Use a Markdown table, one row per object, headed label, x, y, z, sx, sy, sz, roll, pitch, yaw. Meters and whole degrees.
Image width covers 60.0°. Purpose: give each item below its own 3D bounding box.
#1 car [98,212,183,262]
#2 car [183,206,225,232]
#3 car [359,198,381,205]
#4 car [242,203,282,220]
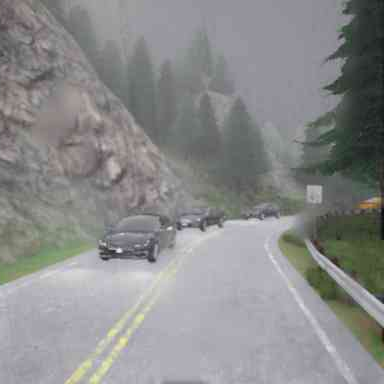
| label | x | y | z | sx | sy | sz | roll | pitch | yaw |
| --- | --- | --- | --- | --- | --- | --- | --- | --- | --- |
| car | -1.822 | 1.558 | 12.447 | 1.837 | 1.490 | 4.892 | 1 | 0 | 9 |
| car | 0.638 | 1.660 | 21.705 | 2.128 | 1.511 | 4.902 | -1 | -1 | 26 |
| car | 20.046 | 1.332 | 35.468 | 5.008 | 1.535 | 1.882 | -2 | -3 | -25 |
| car | 6.425 | 1.751 | 30.385 | 1.837 | 1.490 | 4.892 | -3 | -2 | 43 |
